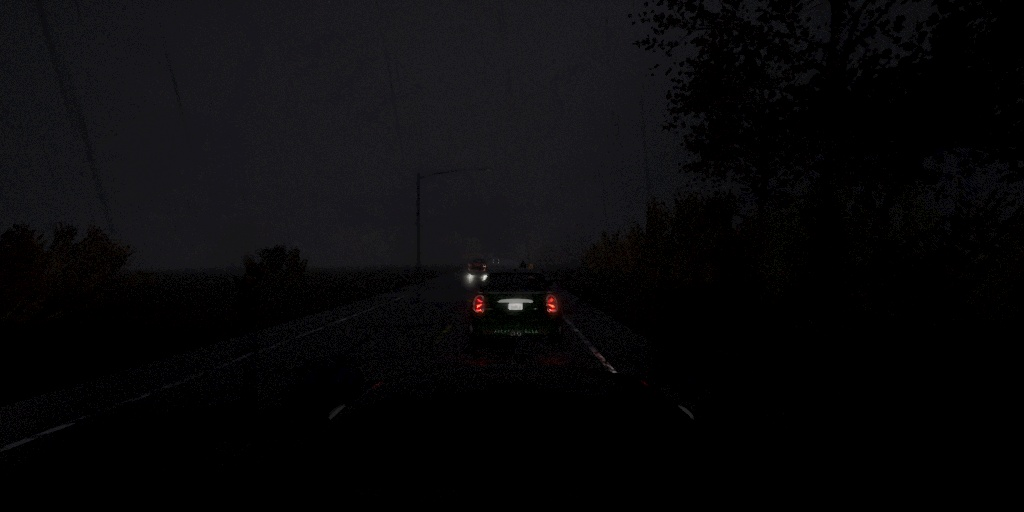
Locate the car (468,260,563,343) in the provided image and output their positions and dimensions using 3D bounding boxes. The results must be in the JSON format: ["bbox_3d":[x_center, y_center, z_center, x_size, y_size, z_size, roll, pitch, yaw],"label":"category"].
[{"bbox_3d":[0.073,1.099,9.783,2.097,1.767,4.553,0,0,0],"label":"car"}]

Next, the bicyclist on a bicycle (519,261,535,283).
[{"bbox_3d":[0.904,1.180,17.127,0.866,1.612,1.509,0,0,0],"label":"bicyclist on a bicycle"}]

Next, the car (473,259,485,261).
[{"bbox_3d":[-3.848,1.089,41.533,2.097,1.767,4.553,0,0,-1],"label":"car"}]

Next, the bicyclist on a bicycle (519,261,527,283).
[{"bbox_3d":[0.842,1.193,27.244,0.582,1.620,1.656,0,0,0],"label":"bicyclist on a bicycle"}]
